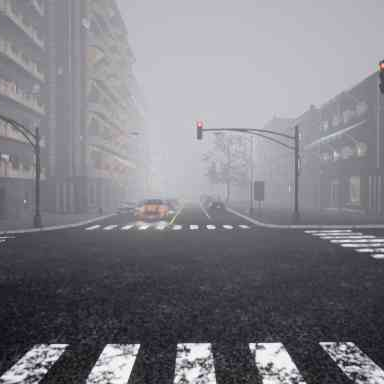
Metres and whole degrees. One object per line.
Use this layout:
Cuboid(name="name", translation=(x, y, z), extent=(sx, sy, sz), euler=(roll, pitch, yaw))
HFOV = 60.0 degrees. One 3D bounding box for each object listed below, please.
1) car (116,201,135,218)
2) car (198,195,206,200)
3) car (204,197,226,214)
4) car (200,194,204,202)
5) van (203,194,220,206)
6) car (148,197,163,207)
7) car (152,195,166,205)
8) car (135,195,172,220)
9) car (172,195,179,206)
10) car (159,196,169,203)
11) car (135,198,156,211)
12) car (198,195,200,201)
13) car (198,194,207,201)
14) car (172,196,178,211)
Cuboid(name="car", translation=(-5.703, 1.541, 30.188), extent=(2.008, 1.369, 4.403), euler=(0, 0, 0))
Cuboid(name="car", translation=(2.661, 1.491, 91.052), extent=(1.887, 1.381, 4.507), euler=(0, 0, 0))
Cuboid(name="car", translation=(2.677, 1.553, 35.717), extent=(1.947, 1.339, 4.313), euler=(0, 0, 0))
Cuboid(name="car", translation=(2.671, 1.418, 52.318), extent=(1.967, 1.590, 4.097), euler=(0, 0, 0))
Cuboid(name="van", translation=(2.673, 1.325, 41.250), extent=(1.690, 1.788, 3.998), euler=(0, 0, 0))
Cuboid(name="car", translation=(-5.709, 1.560, 52.322), extent=(1.802, 1.307, 4.206), euler=(0, 0, 0))
Cuboid(name="car", translation=(-5.711, 1.414, 57.855), extent=(1.967, 1.590, 4.097), euler=(0, 0, 0))
Cuboid(name="car", translation=(-3.107, 1.343, 27.687), extent=(2.097, 1.767, 4.553), euler=(0, 0, 0))
Cuboid(name="car", translation=(-3.094, 1.539, 53.764), extent=(1.994, 1.385, 4.181), euler=(0, 0, 0))
Cuboid(name="car", translation=(-5.713, 1.548, 68.923), extent=(1.802, 1.307, 4.206), euler=(0, 0, 0))
Cuboid(name="car", translation=(-5.705, 1.529, 41.255), extent=(1.887, 1.381, 4.507), euler=(0, 0, 0))
Cuboid(name="car", translation=(2.663, 1.277, 74.451), extent=(2.192, 1.841, 5.009), euler=(0, 0, 0))
Cuboid(name="car", translation=(2.661, 1.392, 85.518), extent=(1.967, 1.590, 4.097), euler=(0, 0, 0))
Cuboid(name="car", translation=(-3.107, 1.548, 40.602), extent=(1.994, 1.385, 4.181), euler=(0, 0, 0))
